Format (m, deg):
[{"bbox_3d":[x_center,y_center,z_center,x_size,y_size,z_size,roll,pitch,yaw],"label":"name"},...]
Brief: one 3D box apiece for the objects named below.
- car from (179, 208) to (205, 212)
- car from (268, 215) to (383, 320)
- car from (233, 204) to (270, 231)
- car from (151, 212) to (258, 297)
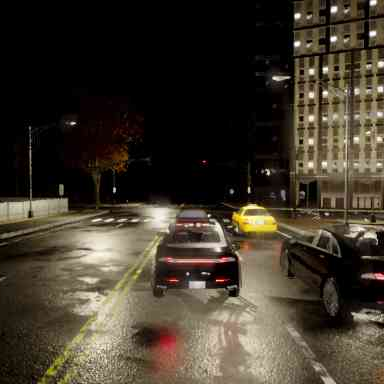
[{"bbox_3d":[0.002,1.544,17.549,2.033,1.411,5.357,0,0,0],"label":"car"},{"bbox_3d":[3.350,1.489,7.267,2.128,1.511,4.902,0,0,0],"label":"car"},{"bbox_3d":[3.323,1.453,18.569,1.801,1.575,5.366,0,0,0],"label":"car"},{"bbox_3d":[0.078,1.489,8.526,2.128,1.511,4.902,0,0,0],"label":"car"}]
